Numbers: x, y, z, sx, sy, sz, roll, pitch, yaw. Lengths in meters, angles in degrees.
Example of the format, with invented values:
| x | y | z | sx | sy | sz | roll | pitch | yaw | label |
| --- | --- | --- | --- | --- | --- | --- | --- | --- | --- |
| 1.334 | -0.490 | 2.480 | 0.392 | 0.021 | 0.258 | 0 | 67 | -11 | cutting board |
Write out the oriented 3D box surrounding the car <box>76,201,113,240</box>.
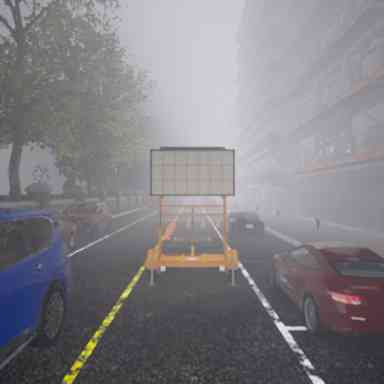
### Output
| x | y | z | sx | sy | sz | roll | pitch | yaw | label |
| --- | --- | --- | --- | --- | --- | --- | --- | --- | --- |
| -5.660 | 1.416 | 17.772 | 2.192 | 1.841 | 5.009 | 0 | 0 | 0 | car |

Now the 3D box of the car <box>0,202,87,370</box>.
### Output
| x | y | z | sx | sy | sz | roll | pitch | yaw | label |
| --- | --- | --- | --- | --- | --- | --- | --- | --- | --- |
| -3.093 | 1.241 | 3.411 | 2.150 | 2.045 | 5.566 | 0 | 0 | 0 | car |

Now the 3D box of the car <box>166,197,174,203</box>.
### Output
| x | y | z | sx | sy | sz | roll | pitch | yaw | label |
| --- | --- | --- | --- | --- | --- | --- | --- | --- | --- |
| -5.545 | 2.067 | 85.161 | 1.752 | 1.417 | 4.829 | 0 | 0 | 0 | car |

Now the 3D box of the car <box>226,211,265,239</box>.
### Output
| x | y | z | sx | sy | sz | roll | pitch | yaw | label |
| --- | --- | --- | --- | --- | --- | --- | --- | --- | --- |
| 2.720 | 1.667 | 17.757 | 1.947 | 1.339 | 4.313 | 0 | 0 | 0 | car |

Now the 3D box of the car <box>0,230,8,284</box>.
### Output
| x | y | z | sx | sy | sz | roll | pitch | yaw | label |
| --- | --- | --- | --- | --- | --- | --- | --- | --- | --- |
| -5.680 | 1.619 | 6.508 | 1.802 | 1.307 | 4.206 | 0 | 0 | 0 | car |

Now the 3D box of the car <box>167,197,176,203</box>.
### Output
| x | y | z | sx | sy | sz | roll | pitch | yaw | label |
| --- | --- | --- | --- | --- | --- | --- | --- | --- | --- |
| -5.535 | 2.135 | 90.961 | 2.008 | 1.369 | 4.403 | 0 | 0 | 0 | car |

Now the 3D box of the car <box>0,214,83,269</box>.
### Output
| x | y | z | sx | sy | sz | roll | pitch | yaw | label |
| --- | --- | --- | --- | --- | --- | --- | --- | --- | --- |
| -5.670 | 1.614 | 12.139 | 1.887 | 1.381 | 4.507 | 0 | 0 | 0 | car |

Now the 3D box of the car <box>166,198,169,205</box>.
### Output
| x | y | z | sx | sy | sz | roll | pitch | yaw | label |
| --- | --- | --- | --- | --- | --- | --- | --- | --- | --- |
| -5.594 | 1.789 | 57.180 | 1.967 | 1.590 | 4.097 | 0 | 0 | 0 | car |

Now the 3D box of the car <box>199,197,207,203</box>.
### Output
| x | y | z | sx | sy | sz | roll | pitch | yaw | label |
| --- | --- | --- | --- | --- | --- | --- | --- | --- | --- |
| 2.835 | 1.983 | 85.317 | 1.967 | 1.590 | 4.097 | 0 | 0 | 0 | car |

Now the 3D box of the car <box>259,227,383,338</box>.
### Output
| x | y | z | sx | sy | sz | roll | pitch | yaw | label |
| --- | --- | --- | --- | --- | --- | --- | --- | --- | --- |
| 2.701 | 1.619 | 6.494 | 1.802 | 1.307 | 4.206 | 0 | 0 | 0 | car |

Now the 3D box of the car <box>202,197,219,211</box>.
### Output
| x | y | z | sx | sy | sz | roll | pitch | yaw | label |
| --- | --- | --- | --- | --- | --- | --- | --- | --- | --- |
| 2.768 | 1.819 | 45.906 | 1.887 | 1.381 | 4.507 | 0 | 0 | 0 | car |

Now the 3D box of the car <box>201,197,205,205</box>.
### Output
| x | y | z | sx | sy | sz | roll | pitch | yaw | label |
| --- | --- | --- | --- | --- | --- | --- | --- | --- | --- |
| 2.777 | 1.856 | 51.537 | 1.887 | 1.381 | 4.507 | 0 | 0 | 0 | car |

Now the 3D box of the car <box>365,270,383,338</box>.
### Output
| x | y | z | sx | sy | sz | roll | pitch | yaw | label |
| --- | --- | --- | --- | --- | --- | --- | --- | --- | --- |
| 2.692 | 1.532 | 1.034 | 1.752 | 1.417 | 4.829 | 0 | 0 | 0 | car |

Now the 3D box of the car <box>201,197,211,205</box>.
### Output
| x | y | z | sx | sy | sz | roll | pitch | yaw | label |
| --- | --- | --- | --- | --- | --- | --- | --- | --- | --- |
| 2.806 | 1.865 | 68.427 | 1.967 | 1.590 | 4.097 | 0 | 0 | 0 | car |

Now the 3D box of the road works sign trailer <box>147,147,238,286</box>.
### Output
| x | y | z | sx | sy | sz | roll | pitch | yaw | label |
| --- | --- | --- | --- | --- | --- | --- | --- | --- | --- |
| 0.016 | 0.518 | 9.527 | 2.380 | 3.560 | 2.880 | 0 | 0 | 0 | road works sign trailer |

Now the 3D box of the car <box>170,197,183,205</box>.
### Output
| x | y | z | sx | sy | sz | roll | pitch | yaw | label |
| --- | --- | --- | --- | --- | --- | --- | --- | --- | --- |
| -2.886 | 1.888 | 66.269 | 1.882 | 1.535 | 5.008 | 0 | 0 | 0 | car |

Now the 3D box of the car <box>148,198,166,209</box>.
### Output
| x | y | z | sx | sy | sz | roll | pitch | yaw | label |
| --- | --- | --- | --- | --- | --- | --- | --- | --- | --- |
| -5.603 | 1.751 | 51.551 | 1.967 | 1.590 | 4.097 | 0 | 0 | 0 | car |

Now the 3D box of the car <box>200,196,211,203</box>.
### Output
| x | y | z | sx | sy | sz | roll | pitch | yaw | label |
| --- | --- | --- | --- | --- | --- | --- | --- | --- | --- |
| 2.787 | 1.789 | 57.166 | 1.967 | 1.590 | 4.097 | 0 | 0 | 0 | car |
